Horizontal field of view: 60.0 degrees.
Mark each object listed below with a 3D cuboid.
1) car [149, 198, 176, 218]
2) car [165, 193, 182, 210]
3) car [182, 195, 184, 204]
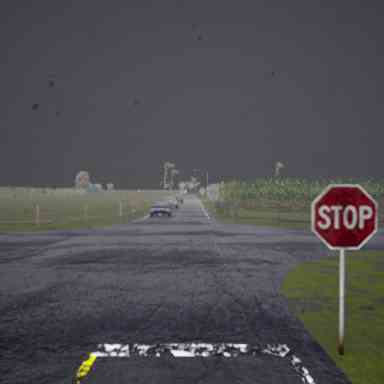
[{"bbox_3d":[-2.771,1.518,30.653,2.033,1.411,5.357,0,0,-1],"label":"car"},{"bbox_3d":[-2.781,1.305,42.934,2.097,1.767,4.553,0,0,0],"label":"car"},{"bbox_3d":[-2.703,1.143,61.848,2.150,2.045,5.566,0,0,1],"label":"car"}]
